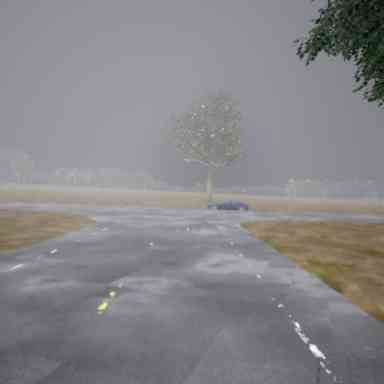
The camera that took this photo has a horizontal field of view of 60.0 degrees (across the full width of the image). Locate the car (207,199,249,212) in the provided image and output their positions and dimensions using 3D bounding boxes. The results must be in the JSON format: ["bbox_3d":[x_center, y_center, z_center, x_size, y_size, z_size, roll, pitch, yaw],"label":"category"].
[{"bbox_3d":[4.292,1.590,39.532,5.008,1.535,1.882,2,0,1],"label":"car"}]
